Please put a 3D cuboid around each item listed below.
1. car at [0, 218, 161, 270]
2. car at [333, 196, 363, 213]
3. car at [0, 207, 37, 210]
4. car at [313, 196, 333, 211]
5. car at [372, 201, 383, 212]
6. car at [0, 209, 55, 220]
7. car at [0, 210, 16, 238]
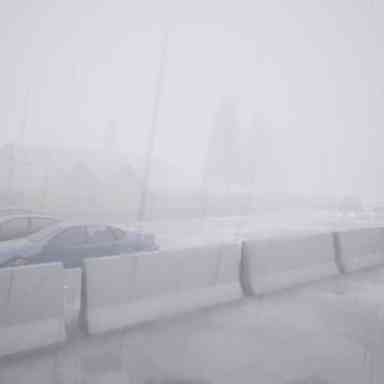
[{"bbox_3d":[-3.589,1.634,10.102,5.357,1.411,2.033,0,-1,-37],"label":"car"},{"bbox_3d":[20.773,1.566,43.613,2.150,2.045,5.566,0,-1,38],"label":"car"},{"bbox_3d":[-8.988,1.481,14.864,4.553,1.767,2.097,0,-1,-37],"label":"car"},{"bbox_3d":[18.880,1.592,46.873,2.150,2.045,5.566,0,0,38],"label":"car"},{"bbox_3d":[24.378,1.861,42.555,1.812,1.442,4.674,0,-1,38],"label":"car"},{"bbox_3d":[-6.485,1.585,12.350,5.008,1.535,1.882,0,-1,-37],"label":"car"},{"bbox_3d":[-11.642,1.714,17.256,4.181,1.385,1.994,0,-1,-36],"label":"car"}]
